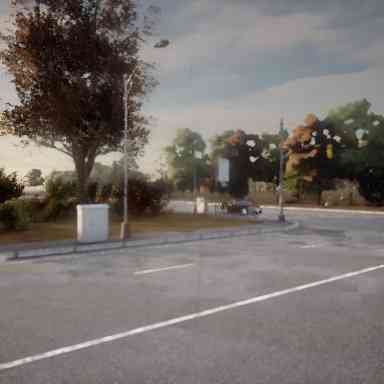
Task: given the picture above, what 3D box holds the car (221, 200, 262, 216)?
[{"bbox_3d":[4.939,1.542,33.446,2.128,1.511,4.902,0,1,-32],"label":"car"}]
